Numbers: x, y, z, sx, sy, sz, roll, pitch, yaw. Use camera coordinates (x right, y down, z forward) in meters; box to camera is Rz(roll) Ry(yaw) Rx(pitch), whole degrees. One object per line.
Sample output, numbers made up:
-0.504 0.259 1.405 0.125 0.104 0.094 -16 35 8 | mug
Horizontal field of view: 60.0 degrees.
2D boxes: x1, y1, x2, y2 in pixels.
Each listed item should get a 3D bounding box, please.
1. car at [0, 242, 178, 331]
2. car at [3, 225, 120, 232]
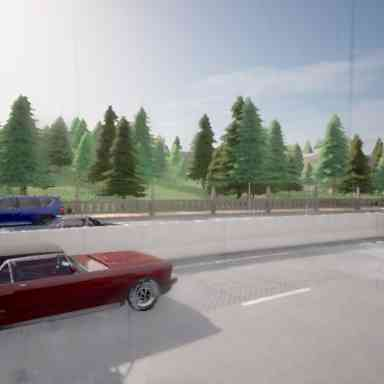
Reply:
-2.641 1.595 6.087 4.718 1.301 1.895 0 0 -34 | car
-5.033 1.590 13.080 4.718 1.301 1.895 0 0 -33 | car
